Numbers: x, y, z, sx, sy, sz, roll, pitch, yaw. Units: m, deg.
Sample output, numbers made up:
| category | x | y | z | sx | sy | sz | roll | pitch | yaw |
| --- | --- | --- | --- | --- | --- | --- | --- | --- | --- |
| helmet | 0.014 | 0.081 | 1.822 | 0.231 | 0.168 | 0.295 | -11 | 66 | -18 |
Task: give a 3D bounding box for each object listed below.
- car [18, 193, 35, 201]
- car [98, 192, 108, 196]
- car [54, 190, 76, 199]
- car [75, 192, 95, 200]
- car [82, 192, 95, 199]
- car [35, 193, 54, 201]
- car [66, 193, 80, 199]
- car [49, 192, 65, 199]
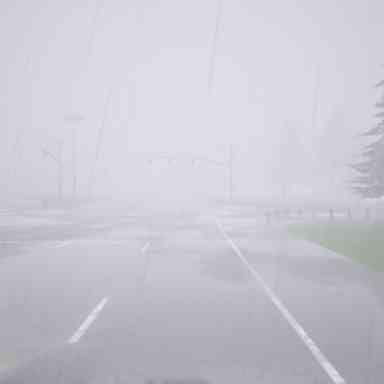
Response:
| category | x | y | z | sx | sy | sz | roll | pitch | yaw |
| --- | --- | --- | --- | --- | --- | --- | --- | --- | --- |
| car | -31.893 | 0.998 | 64.756 | 1.812 | 1.442 | 4.674 | 0 | 1 | 0 |
| car | -22.141 | 0.851 | 83.031 | 2.033 | 1.411 | 5.357 | 0 | 1 | -7 |
| car | -24.905 | 0.681 | 66.703 | 2.150 | 2.045 | 5.566 | 0 | 1 | 0 |
| car | -21.410 | 1.044 | 67.470 | 1.895 | 1.301 | 4.718 | 0 | 1 | 0 |
| car | -25.636 | 0.839 | 82.733 | 2.128 | 1.511 | 4.902 | 0 | 1 | -7 |
| car | -28.400 | 0.990 | 65.773 | 2.128 | 1.511 | 4.902 | 0 | 1 | 0 |
| car | -28.937 | 0.868 | 81.184 | 2.033 | 1.411 | 5.357 | 0 | 1 | -7 |
| car | -32.331 | 0.864 | 80.022 | 2.128 | 1.511 | 4.902 | 0 | 1 | -3 |
